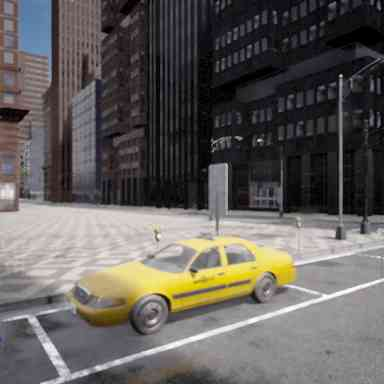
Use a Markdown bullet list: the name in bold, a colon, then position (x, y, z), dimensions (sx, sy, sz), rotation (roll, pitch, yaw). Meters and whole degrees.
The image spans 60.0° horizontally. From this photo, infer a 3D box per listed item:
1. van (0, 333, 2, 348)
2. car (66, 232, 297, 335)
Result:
- **van**: position (-4.290, 1.336, 3.602), dimensions (3.998, 1.788, 1.690), rotation (0, 0, -35)
- **car**: position (0.076, 1.537, 6.700), dimensions (4.829, 1.417, 1.752), rotation (0, 0, -35)
